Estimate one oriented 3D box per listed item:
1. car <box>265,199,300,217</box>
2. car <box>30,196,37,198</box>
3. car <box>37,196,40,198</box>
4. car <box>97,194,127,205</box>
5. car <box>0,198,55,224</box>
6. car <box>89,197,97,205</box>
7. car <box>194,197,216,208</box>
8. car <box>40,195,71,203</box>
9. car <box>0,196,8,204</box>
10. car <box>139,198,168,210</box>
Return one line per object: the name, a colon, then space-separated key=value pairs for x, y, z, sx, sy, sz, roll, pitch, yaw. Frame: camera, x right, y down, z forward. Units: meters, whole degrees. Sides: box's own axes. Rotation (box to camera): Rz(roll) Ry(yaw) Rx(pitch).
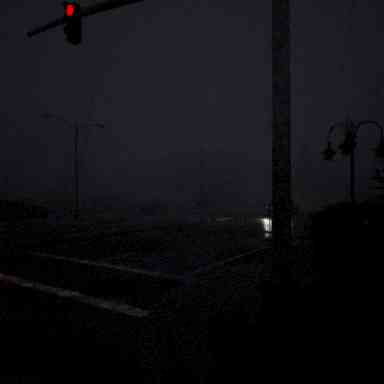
car: x=8.465 y=1.401 z=31.017 sx=2.097 sy=1.767 sz=4.553 roll=0 pitch=0 yaw=34
car: x=-20.975 y=1.509 z=39.521 sx=1.845 sy=1.501 sz=3.633 roll=0 pitch=0 yaw=35
car: x=-31.898 y=1.544 z=68.846 sx=1.970 sy=1.475 sz=3.806 roll=0 pitch=0 yaw=35
car: x=-13.332 y=1.303 z=56.804 sx=1.932 sy=1.855 sz=4.605 roll=0 pitch=0 yaw=35
car: x=-13.040 y=1.457 z=24.702 sx=2.007 sy=1.523 sz=4.514 roll=0 pitch=0 yaw=35
car: x=-15.951 y=1.296 z=58.127 sx=1.905 sy=1.878 sz=3.866 roll=0 pitch=0 yaw=35
car: x=1.837 y=1.490 z=46.066 sx=1.845 sy=1.501 sz=3.633 roll=0 pitch=0 yaw=35
car: x=-26.448 y=1.434 z=65.442 sx=2.152 sy=1.636 sz=5.027 roll=0 pitch=0 yaw=35
car: x=-38.933 y=1.628 z=65.157 sx=2.007 sy=1.523 sz=4.514 roll=0 pitch=0 yaw=35
car: x=-4.851 y=1.515 z=41.682 sx=1.970 sy=1.475 sz=3.806 roll=0 pitch=0 yaw=35
